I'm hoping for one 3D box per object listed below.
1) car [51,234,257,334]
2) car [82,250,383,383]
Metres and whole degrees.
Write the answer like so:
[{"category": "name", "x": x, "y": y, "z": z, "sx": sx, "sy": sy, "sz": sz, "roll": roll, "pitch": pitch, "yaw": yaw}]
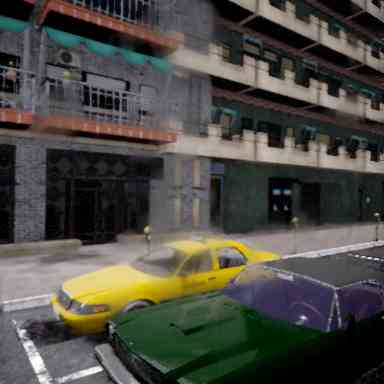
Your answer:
[{"category": "car", "x": -0.099, "y": 1.551, "z": 6.476, "sx": 4.829, "sy": 1.417, "sz": 1.752, "roll": 0, "pitch": 0, "yaw": -35}, {"category": "car", "x": 1.285, "y": 1.625, "z": 4.283, "sx": 4.718, "sy": 1.301, "sz": 1.895, "roll": 1, "pitch": 0, "yaw": -35}]
